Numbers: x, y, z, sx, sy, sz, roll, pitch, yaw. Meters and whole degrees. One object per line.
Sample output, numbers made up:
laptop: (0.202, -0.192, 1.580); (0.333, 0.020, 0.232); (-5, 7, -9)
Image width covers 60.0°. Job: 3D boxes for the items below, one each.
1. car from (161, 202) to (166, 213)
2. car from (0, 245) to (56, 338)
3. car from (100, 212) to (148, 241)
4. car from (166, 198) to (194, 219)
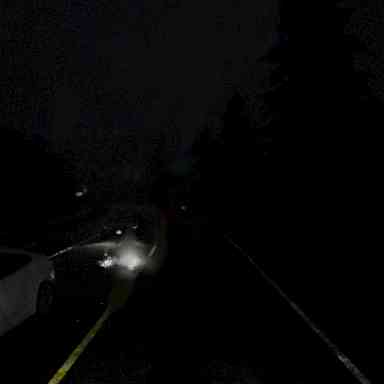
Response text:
car: (-2.995, 1.997, 44.378); (1.837, 1.490, 4.892); (0, 0, -12)
car: (-3.581, 1.576, 4.830); (1.812, 1.442, 4.674); (0, -1, 0)
car: (-3.527, 1.759, 17.878); (1.994, 1.385, 4.181); (0, -1, -1)
car: (-1.122, 1.595, 33.626); (2.150, 2.045, 5.566); (0, -1, -7)
